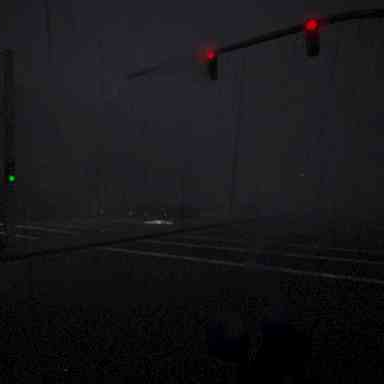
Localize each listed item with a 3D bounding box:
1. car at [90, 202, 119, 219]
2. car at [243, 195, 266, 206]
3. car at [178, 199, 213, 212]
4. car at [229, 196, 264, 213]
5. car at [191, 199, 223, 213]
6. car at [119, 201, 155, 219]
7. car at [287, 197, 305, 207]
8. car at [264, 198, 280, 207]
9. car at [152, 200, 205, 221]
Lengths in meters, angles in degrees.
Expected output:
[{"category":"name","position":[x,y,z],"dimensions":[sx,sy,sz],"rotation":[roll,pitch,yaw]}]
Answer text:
[{"category":"car","position":[-7.463,1.683,31.612],"dimensions":[1.812,1.442,4.674],"rotation":[0,0,35]},{"category":"car","position":[10.852,1.506,57.603],"dimensions":[2.097,1.767,4.553],"rotation":[0,0,35]},{"category":"car","position":[0.584,1.648,43.083],"dimensions":[2.128,1.511,4.902],"rotation":[0,0,35]},{"category":"car","position":[6.086,1.602,38.746],"dimensions":[2.128,1.511,4.902],"rotation":[0,0,35]},{"category":"car","position":[1.893,1.697,38.860],"dimensions":[1.994,1.385,4.181],"rotation":[0,0,35]},{"category":"car","position":[-3.901,1.626,30.604],"dimensions":[2.128,1.511,4.902],"rotation":[0,0,35]},{"category":"car","position":[17.027,1.601,54.202],"dimensions":[2.128,1.511,4.902],"rotation":[0,0,35]},{"category":"car","position":[12.956,1.657,54.524],"dimensions":[1.812,1.442,4.674],"rotation":[0,0,36]},{"category":"car","position":[-1.046,1.675,28.578],"dimensions":[1.994,1.385,4.181],"rotation":[0,0,35]}]
